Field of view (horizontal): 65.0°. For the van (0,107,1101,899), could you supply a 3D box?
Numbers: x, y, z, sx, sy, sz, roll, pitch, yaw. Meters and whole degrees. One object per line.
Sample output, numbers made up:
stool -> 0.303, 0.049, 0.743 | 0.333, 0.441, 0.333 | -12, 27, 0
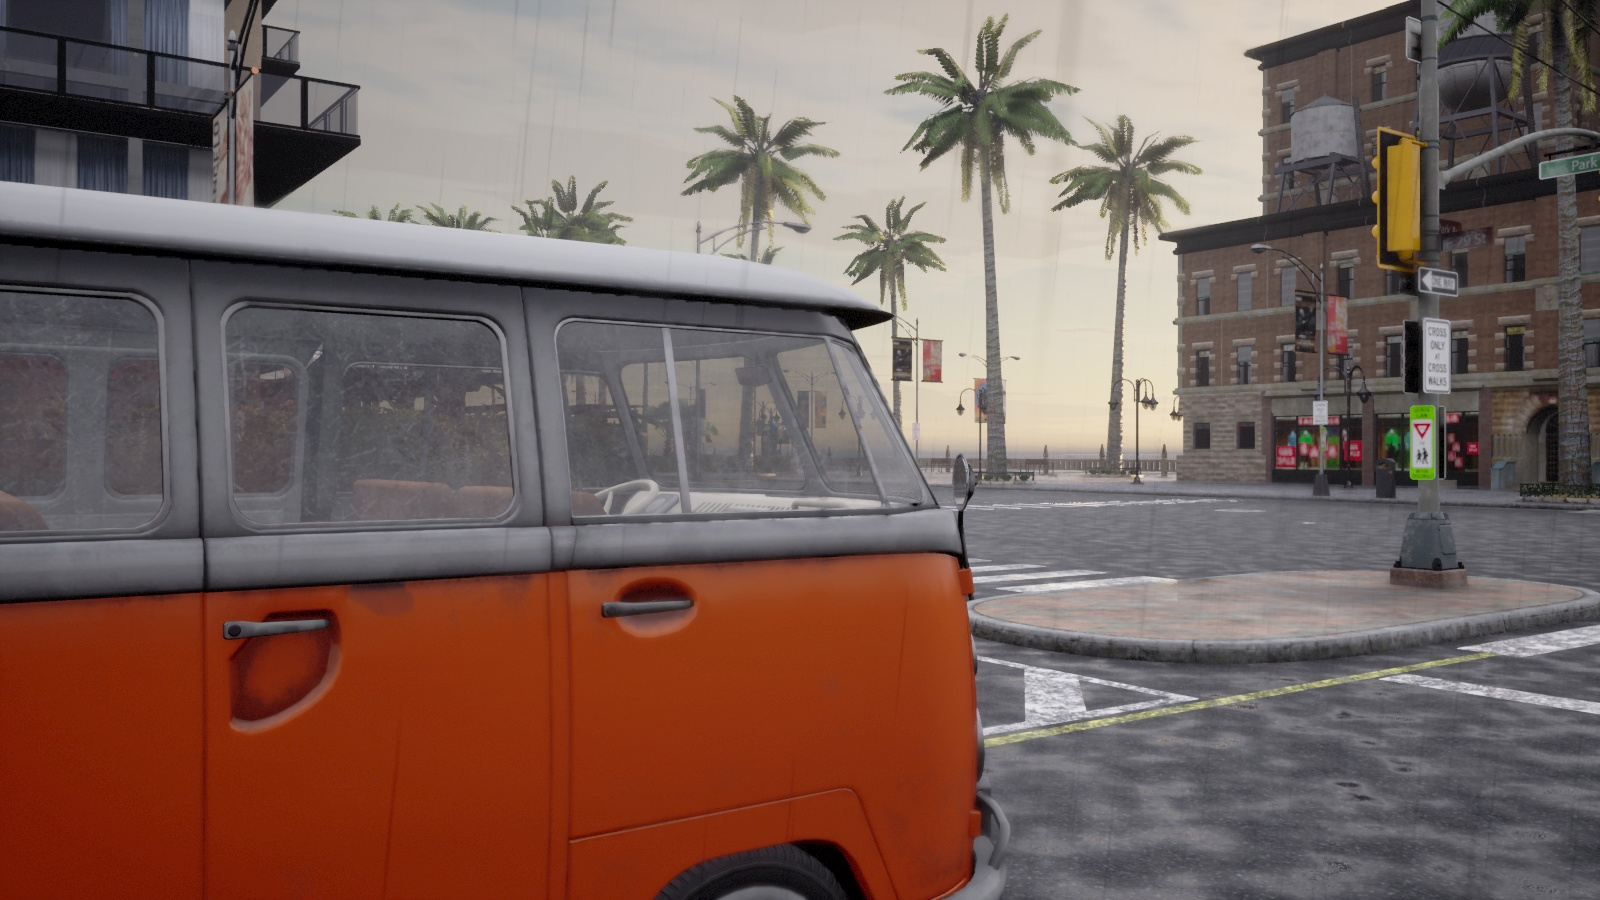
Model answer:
van -> -1.588, 0.507, 2.554 | 4.442, 1.987, 1.775 | 0, 0, -35
